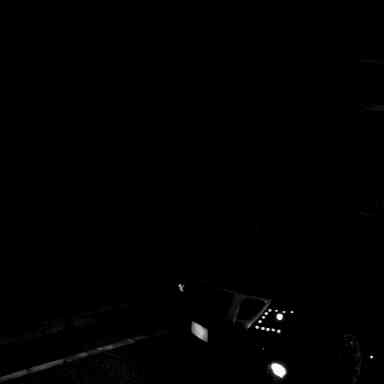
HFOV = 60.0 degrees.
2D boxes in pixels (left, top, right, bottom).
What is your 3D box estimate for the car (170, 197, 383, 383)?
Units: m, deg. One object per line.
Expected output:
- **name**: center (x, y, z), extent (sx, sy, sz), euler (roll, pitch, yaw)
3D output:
- **car**: center (2.397, 1.128, 5.145), extent (5.566, 2.045, 2.150), euler (-1, 1, -33)
